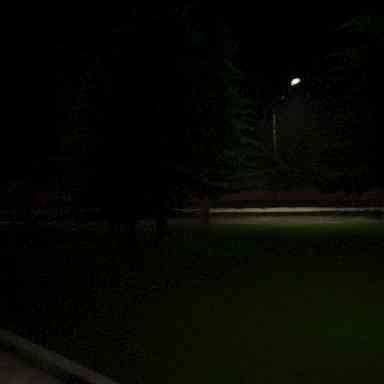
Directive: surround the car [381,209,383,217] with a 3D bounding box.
[{"bbox_3d":[17.781,1.486,26.591,5.008,1.535,1.882,0,0,-2],"label":"car"}]
